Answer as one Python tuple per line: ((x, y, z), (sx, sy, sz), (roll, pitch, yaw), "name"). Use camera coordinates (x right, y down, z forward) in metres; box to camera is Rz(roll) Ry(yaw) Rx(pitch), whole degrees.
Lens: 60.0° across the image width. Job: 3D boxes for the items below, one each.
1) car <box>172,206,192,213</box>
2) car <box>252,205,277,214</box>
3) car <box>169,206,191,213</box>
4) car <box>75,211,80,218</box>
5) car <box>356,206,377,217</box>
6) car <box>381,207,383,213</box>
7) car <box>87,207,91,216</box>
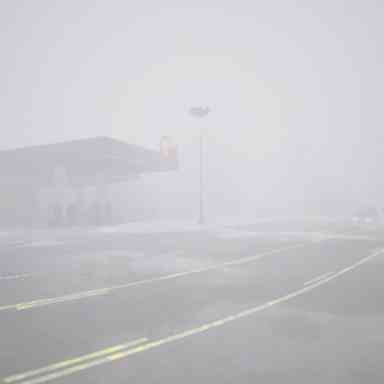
((-2.473, 4.185, 79.174), (4.892, 1.490, 1.837), (-2, -3, 41), "car")
((13.200, 3.229, 61.128), (4.553, 1.767, 2.097), (-2, -3, 41), "car")
((-3.027, 3.909, 75.033), (4.553, 1.767, 2.097), (-2, -3, 41), "car")
((-19.774, 3.524, 53.884), (3.806, 1.475, 1.970), (-2, -3, 41), "car")
((24.667, 2.732, 46.978), (1.882, 1.535, 5.008), (-2, -2, 41), "car")
((34.681, 3.058, 58.402), (1.994, 1.385, 4.181), (-2, -3, 41), "car")
((-16.597, 3.483, 58.733), (4.611, 1.667, 2.242), (-2, -3, 41), "car")
